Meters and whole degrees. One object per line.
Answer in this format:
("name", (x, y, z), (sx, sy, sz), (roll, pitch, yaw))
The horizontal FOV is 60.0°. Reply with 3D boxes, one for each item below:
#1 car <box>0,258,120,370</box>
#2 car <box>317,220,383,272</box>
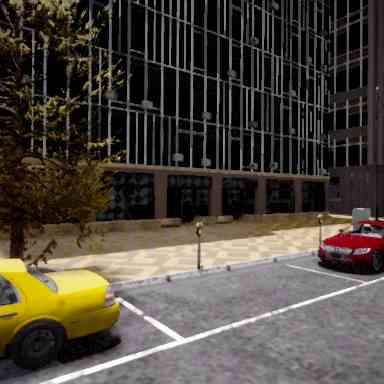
("car", (-3.372, 1.523, 4.145), (4.829, 1.417, 1.752), (0, 1, -35))
("car", (5.819, 1.582, 10.702), (4.206, 1.307, 1.802), (0, 1, -35))
